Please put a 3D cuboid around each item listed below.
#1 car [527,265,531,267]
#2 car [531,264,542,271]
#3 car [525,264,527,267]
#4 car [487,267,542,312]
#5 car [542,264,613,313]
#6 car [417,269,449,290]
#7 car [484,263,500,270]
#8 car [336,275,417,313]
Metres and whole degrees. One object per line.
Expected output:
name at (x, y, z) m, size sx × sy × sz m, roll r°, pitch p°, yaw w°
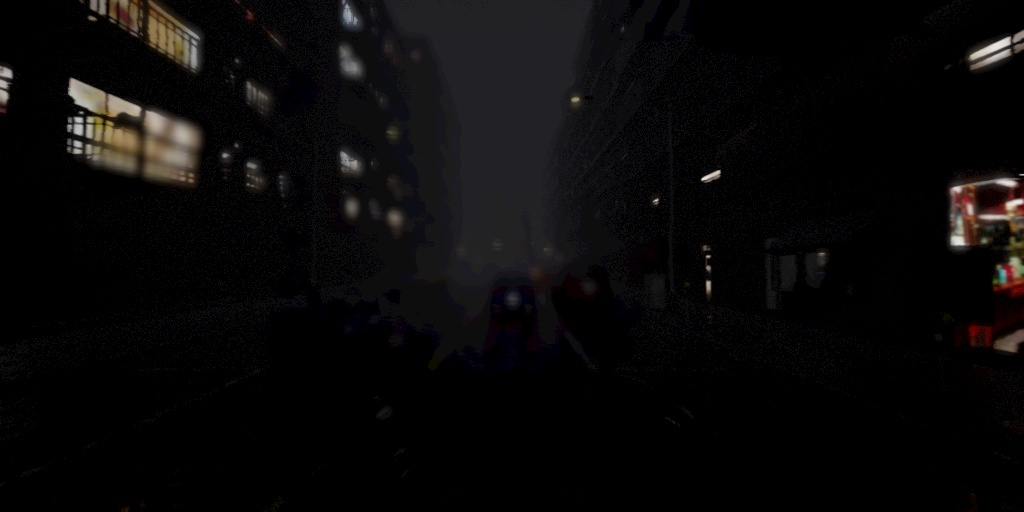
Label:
car at (3.160, 1.779, 42.945) m, size 1.801 × 1.575 × 5.366 m, roll 0°, pitch -1°, yaw 0°
car at (2.696, 1.526, 26.051) m, size 1.967 × 1.591 × 4.097 m, roll 0°, pitch 0°, yaw 0°
car at (3.151, 1.894, 49.754) m, size 1.882 × 1.535 × 5.008 m, roll 0°, pitch -1°, yaw 0°
car at (0.056, 1.415, 15.341) m, size 1.882 × 1.535 × 5.008 m, roll 0°, pitch -1°, yaw 0°
car at (2.694, 1.247, 14.916) m, size 2.192 × 1.841 × 5.009 m, roll 0°, pitch 0°, yaw 0°
car at (-5.684, 1.612, 25.917) m, size 1.751 × 1.417 × 4.829 m, roll 0°, pitch 0°, yaw 0°
car at (-3.047, 2.018, 58.626) m, size 1.882 × 1.535 × 5.008 m, roll 0°, pitch -1°, yaw 0°
car at (-5.686, 1.483, 14.951) m, size 2.007 × 1.370 × 4.403 m, roll 0°, pitch 0°, yaw 0°
